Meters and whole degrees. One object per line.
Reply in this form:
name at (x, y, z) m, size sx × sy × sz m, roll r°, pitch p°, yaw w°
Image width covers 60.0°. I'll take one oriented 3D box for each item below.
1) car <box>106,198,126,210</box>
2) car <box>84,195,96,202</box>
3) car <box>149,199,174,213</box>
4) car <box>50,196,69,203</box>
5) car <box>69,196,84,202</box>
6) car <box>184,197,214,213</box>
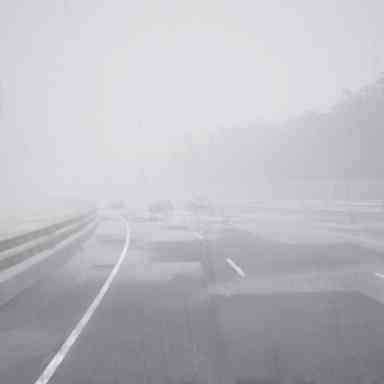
car at (-10.130, 1.582, 44.030) m, size 1.812 × 1.442 × 4.674 m, roll 0°, pitch 0°, yaw -25°
car at (-23.605, 1.528, 75.593) m, size 1.837 × 1.490 × 4.892 m, roll -1°, pitch 0°, yaw -42°
car at (-3.446, 1.482, 37.112) m, size 2.128 × 1.511 × 4.902 m, roll -1°, pitch 0°, yaw -21°
car at (-28.888, 1.620, 70.955) m, size 2.128 × 1.511 × 4.902 m, roll -1°, pitch 0°, yaw -45°
car at (-26.364, 1.561, 73.379) m, size 1.837 × 1.490 × 4.892 m, roll -1°, pitch 0°, yaw -45°
car at (0.661, 1.295, 36.104) m, size 2.097 × 1.767 × 4.553 m, roll -1°, pitch 0°, yaw -19°
